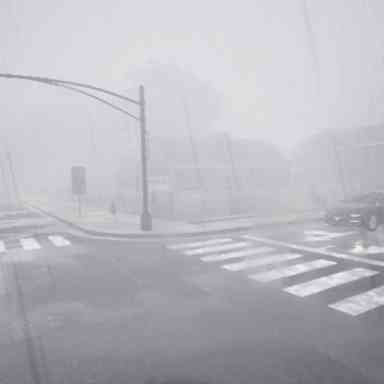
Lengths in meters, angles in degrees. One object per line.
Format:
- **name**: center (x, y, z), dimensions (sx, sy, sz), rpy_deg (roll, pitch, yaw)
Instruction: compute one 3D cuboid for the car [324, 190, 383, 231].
- **car**: center (7.787, 0.697, 14.310), dimensions (4.892, 1.490, 1.837), rpy_deg (-3, 2, -30)
